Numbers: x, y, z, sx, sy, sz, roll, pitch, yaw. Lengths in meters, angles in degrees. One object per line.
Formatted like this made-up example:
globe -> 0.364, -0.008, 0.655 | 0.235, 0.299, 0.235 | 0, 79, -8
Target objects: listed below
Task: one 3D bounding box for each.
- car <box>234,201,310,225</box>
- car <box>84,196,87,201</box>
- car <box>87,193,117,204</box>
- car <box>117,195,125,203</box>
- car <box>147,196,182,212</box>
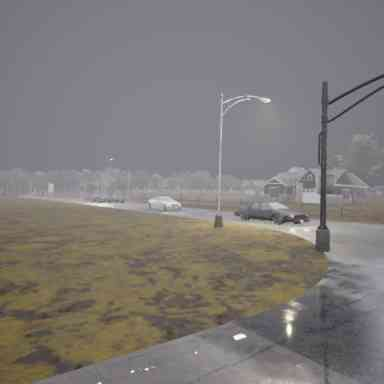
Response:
car -> 5.102, 1.330, 22.052 | 2.033, 1.411, 5.357 | 2, 0, -33
car -> -18.166, 1.007, 61.169 | 2.033, 1.411, 5.357 | 2, -1, -35
car -> -13.030, 0.963, 47.806 | 1.837, 1.490, 4.892 | 2, -1, -35
car -> -12.366, 1.087, 53.019 | 1.994, 1.385, 4.181 | 2, -1, -35
car -> -2.851, 1.148, 33.451 | 1.812, 1.442, 4.674 | 2, 0, -35
